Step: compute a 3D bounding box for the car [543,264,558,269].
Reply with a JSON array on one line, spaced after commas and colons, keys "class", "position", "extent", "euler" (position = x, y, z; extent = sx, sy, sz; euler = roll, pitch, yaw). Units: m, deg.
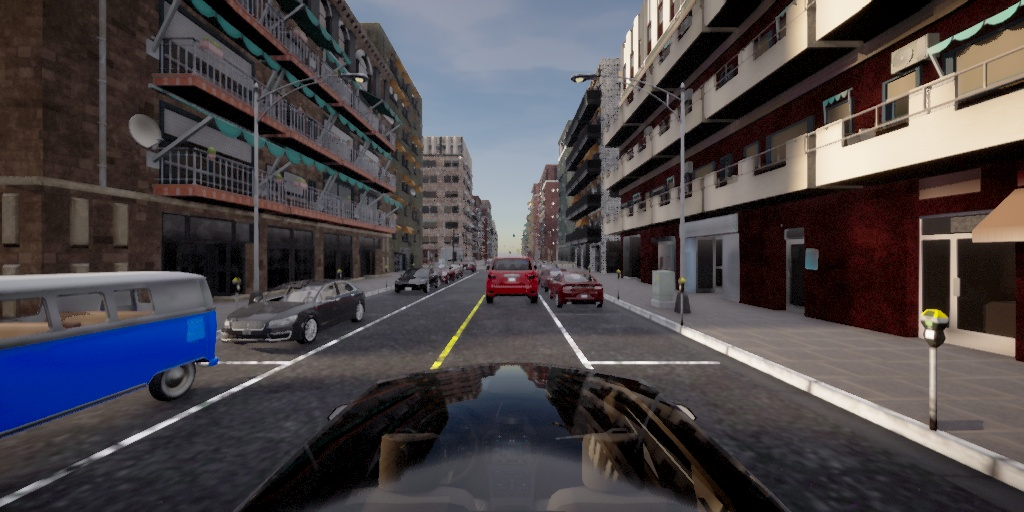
[{"class": "car", "position": [2.566, 1.327, 20.558], "extent": [1.802, 1.307, 4.207], "euler": [0, 0, 0]}]

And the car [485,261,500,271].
[{"class": "car", "position": [-2.750, 1.390, 51.470], "extent": [1.895, 1.301, 4.718], "euler": [0, 0, 0]}]

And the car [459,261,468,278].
[{"class": "car", "position": [-5.315, 1.324, 31.747], "extent": [1.802, 1.307, 4.207], "euler": [0, 0, 0]}]

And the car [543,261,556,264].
[{"class": "car", "position": [2.566, 1.183, 26.152], "extent": [1.967, 1.591, 4.097], "euler": [0, 0, 0]}]

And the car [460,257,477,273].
[{"class": "car", "position": [-5.315, 1.053, 42.936], "extent": [2.192, 1.841, 5.009], "euler": [0, 0, 0]}]

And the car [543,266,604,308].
[{"class": "car", "position": [2.566, 1.291, 14.964], "extent": [1.888, 1.381, 4.507], "euler": [0, 0, 0]}]

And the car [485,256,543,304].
[{"class": "car", "position": [0.000, 1.004, 16.530], "extent": [2.150, 2.045, 5.566], "euler": [0, 0, 0]}]

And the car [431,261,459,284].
[{"class": "car", "position": [-5.315, 1.183, 26.152], "extent": [1.967, 1.591, 4.097], "euler": [0, 0, 0]}]

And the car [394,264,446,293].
[{"class": "car", "position": [-5.315, 1.310, 20.558], "extent": [1.948, 1.339, 4.313], "euler": [0, 0, 0]}]

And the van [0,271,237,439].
[{"class": "van", "position": [-5.315, 1.087, 3.775], "extent": [1.690, 1.789, 3.998], "euler": [0, 0, 0]}]

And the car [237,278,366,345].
[{"class": "car", "position": [-5.315, 1.297, 9.369], "extent": [2.007, 1.370, 4.403], "euler": [0, 0, 0]}]
